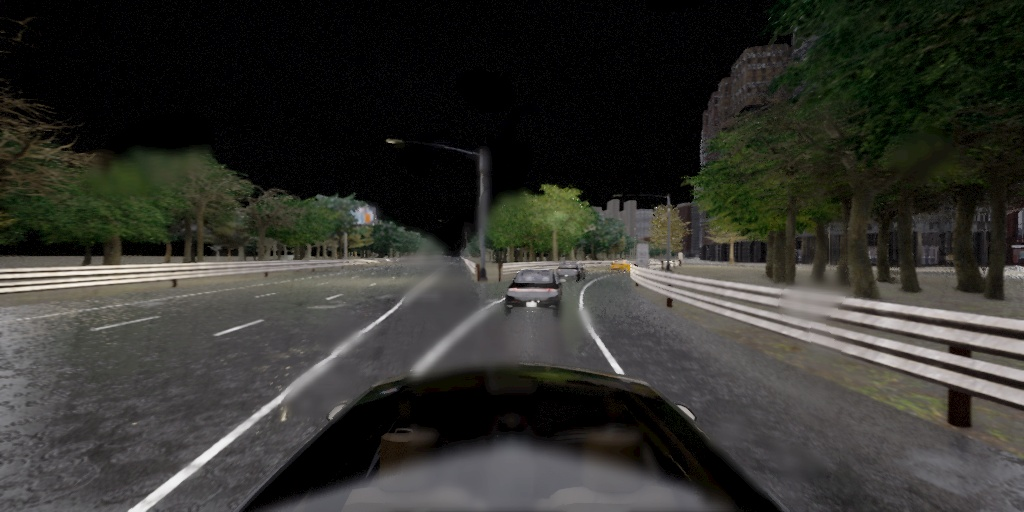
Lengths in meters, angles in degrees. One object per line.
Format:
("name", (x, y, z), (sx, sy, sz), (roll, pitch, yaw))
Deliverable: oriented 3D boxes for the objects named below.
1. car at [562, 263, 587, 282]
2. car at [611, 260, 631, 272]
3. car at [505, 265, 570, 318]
("car", (4.900, 1.285, 29.184), (2.128, 1.511, 4.902), (0, 0, 20))
("car", (15.218, 1.323, 49.403), (1.882, 1.535, 5.008), (0, 0, 34))
("car", (0.947, 1.251, 13.203), (2.128, 1.511, 4.902), (0, 0, 8))
